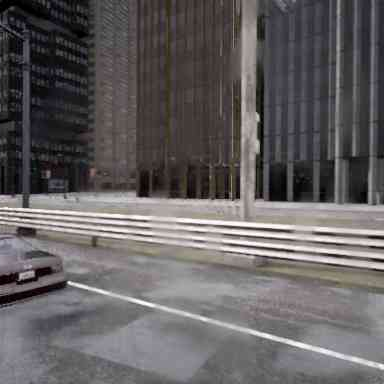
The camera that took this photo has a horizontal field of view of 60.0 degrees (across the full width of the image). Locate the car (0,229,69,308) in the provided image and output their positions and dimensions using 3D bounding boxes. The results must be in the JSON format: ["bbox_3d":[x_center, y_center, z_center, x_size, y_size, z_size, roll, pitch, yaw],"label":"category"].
[{"bbox_3d":[-5.009,1.537,7.449,5.357,1.411,2.033,0,0,36],"label":"car"}]
